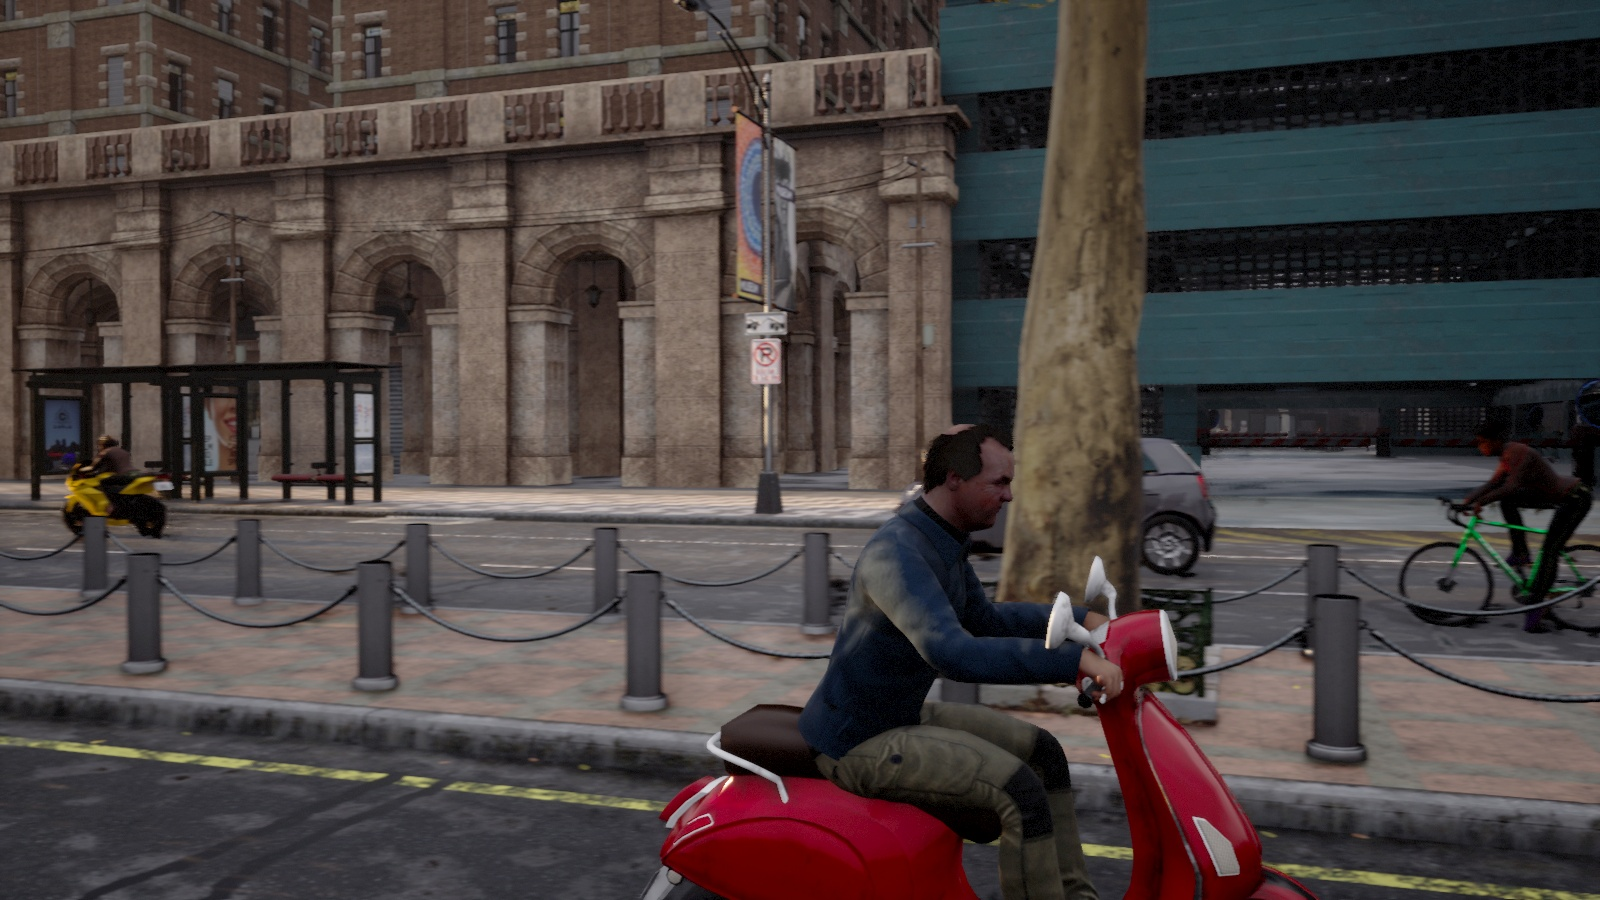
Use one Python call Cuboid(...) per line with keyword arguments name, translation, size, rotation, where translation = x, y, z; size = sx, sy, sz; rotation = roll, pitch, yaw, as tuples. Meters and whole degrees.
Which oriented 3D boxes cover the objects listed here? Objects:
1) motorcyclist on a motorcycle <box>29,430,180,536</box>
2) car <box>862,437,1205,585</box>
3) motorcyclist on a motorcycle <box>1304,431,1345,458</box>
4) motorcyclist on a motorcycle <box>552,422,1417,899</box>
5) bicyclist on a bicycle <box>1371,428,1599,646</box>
Cuboid(name="motorcyclist on a motorcycle", translation=(-10.423, 0.468, 18.829), size=(2.044, 1.523, 0.797), rotation=(1, 1, 19))
Cuboid(name="car", translation=(2.720, 0.620, 14.410), size=(3.633, 1.501, 1.845), rotation=(1, 1, 19))
Cuboid(name="motorcyclist on a motorcycle", translation=(32.940, -0.362, 78.895), size=(2.350, 1.649, 0.766), rotation=(1, 1, 18))
Cuboid(name="motorcyclist on a motorcycle", translation=(0.422, 0.733, 3.050), size=(1.817, 1.590, 0.866), rotation=(1, 1, 19))
Cuboid(name="bicyclist on a bicycle", translation=(5.406, 0.643, 9.814), size=(1.656, 1.620, 0.582), rotation=(0, 1, 19))
